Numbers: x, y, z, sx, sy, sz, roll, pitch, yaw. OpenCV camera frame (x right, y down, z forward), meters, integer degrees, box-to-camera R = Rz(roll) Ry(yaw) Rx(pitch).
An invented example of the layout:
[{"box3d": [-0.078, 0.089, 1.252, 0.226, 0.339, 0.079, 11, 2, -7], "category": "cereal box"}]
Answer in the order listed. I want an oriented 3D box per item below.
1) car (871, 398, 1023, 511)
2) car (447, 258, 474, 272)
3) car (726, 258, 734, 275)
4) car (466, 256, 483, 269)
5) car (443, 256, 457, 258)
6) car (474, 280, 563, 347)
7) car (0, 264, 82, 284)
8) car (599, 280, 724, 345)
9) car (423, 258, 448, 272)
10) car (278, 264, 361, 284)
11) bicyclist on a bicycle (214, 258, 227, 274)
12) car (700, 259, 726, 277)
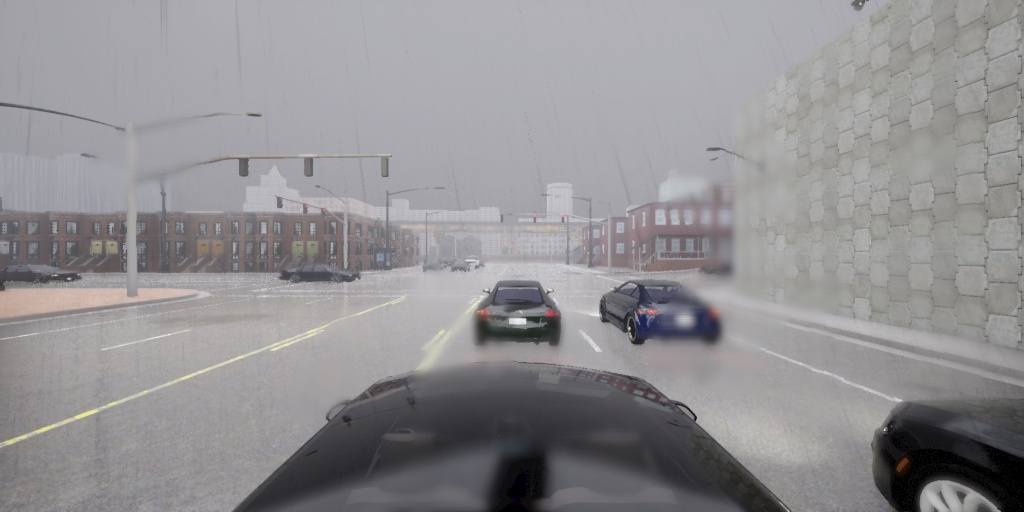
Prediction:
[{"box3d": [3.584, 1.255, 0.634, 1.837, 1.490, 4.892, 0, 0, 1], "category": "car"}, {"box3d": [-6.541, 1.297, 46.215, 2.033, 1.411, 5.357, 0, 0, 1], "category": "car"}, {"box3d": [18.712, 0.806, 25.936, 4.892, 1.490, 1.837, -5, 0, 1], "category": "car"}, {"box3d": [-6.410, 0.972, 56.601, 2.150, 2.045, 5.566, 0, 0, 1], "category": "car"}, {"box3d": [-9.907, 0.971, 56.713, 2.150, 2.045, 5.566, 0, 0, 1], "category": "car"}, {"box3d": [0.166, 1.314, 9.388, 1.994, 1.385, 4.181, 0, 0, 1], "category": "car"}, {"box3d": [-35.260, 1.297, 26.432, 5.357, 1.411, 2.033, 0, 0, 1], "category": "car"}, {"box3d": [3.670, 1.314, 9.546, 1.994, 1.385, 4.181, 0, 0, 1], "category": "car"}, {"box3d": [-10.036, 1.297, 46.488, 2.033, 1.411, 5.357, 0, 0, 1], "category": "car"}, {"box3d": [-14.014, 1.298, 26.237, 5.357, 1.411, 2.033, 0, 0, 1], "category": "car"}, {"box3d": [-30.380, 1.053, 37.372, 0.582, 1.620, 1.656, 0, 0, 1], "category": "bicyclist on a bicycle"}, {"box3d": [18.542, 0.855, 29.637, 5.357, 1.411, 2.033, -5, 0, 1], "category": "car"}]
